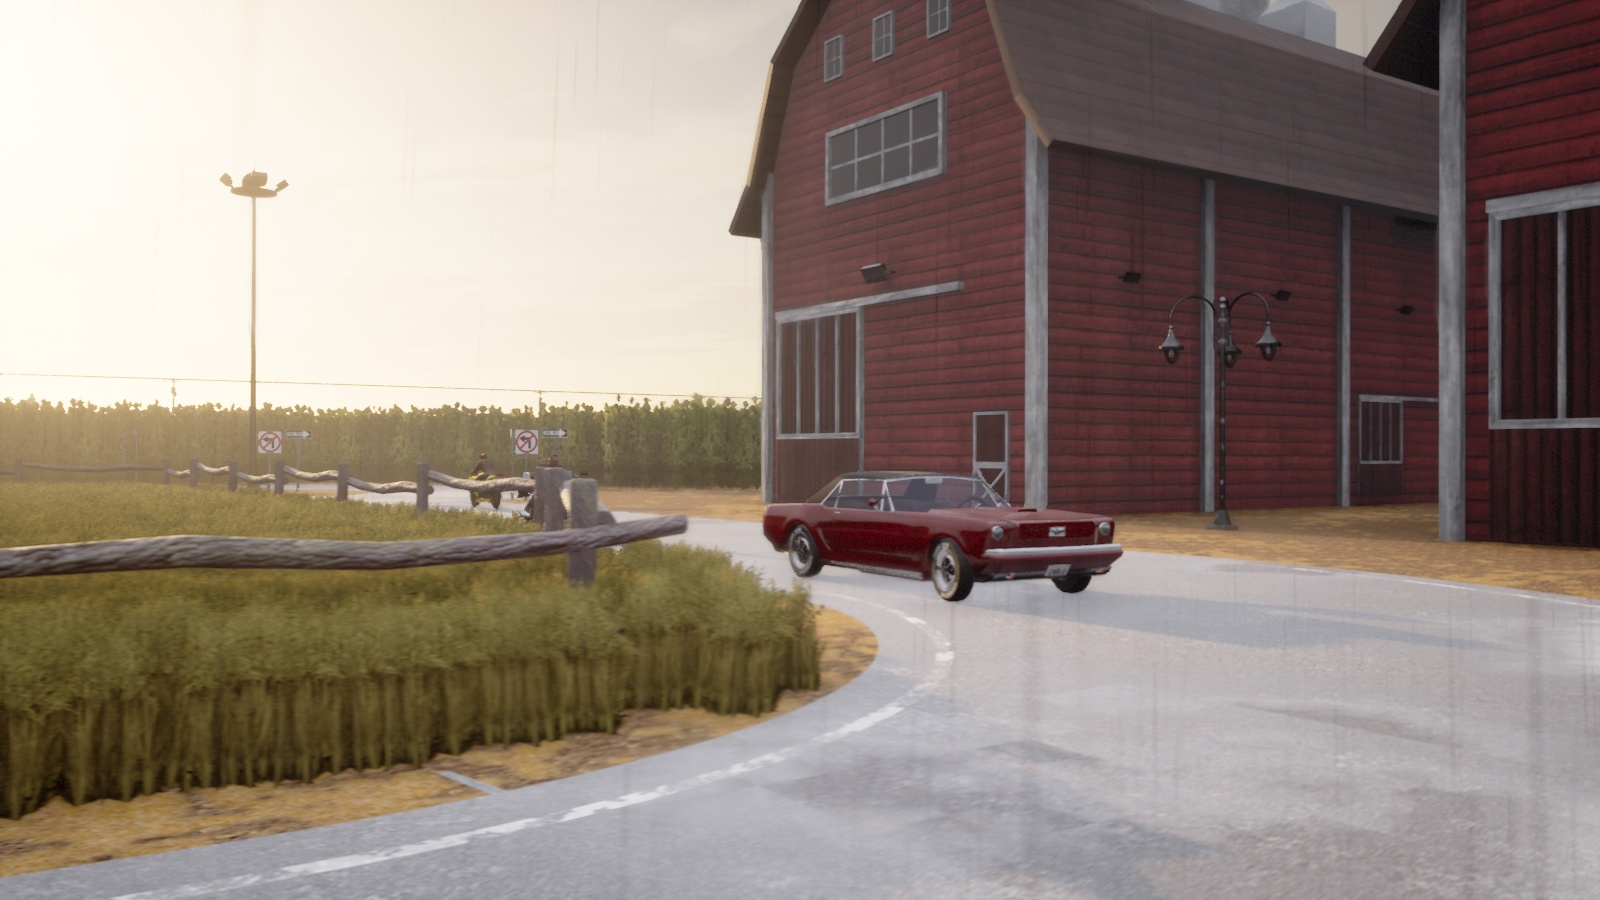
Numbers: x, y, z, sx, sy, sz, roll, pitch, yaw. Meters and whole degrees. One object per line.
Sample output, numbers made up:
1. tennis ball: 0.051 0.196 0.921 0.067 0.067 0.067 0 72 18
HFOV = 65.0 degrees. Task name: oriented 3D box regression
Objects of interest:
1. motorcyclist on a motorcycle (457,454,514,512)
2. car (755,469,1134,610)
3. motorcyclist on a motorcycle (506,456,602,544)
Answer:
1. motorcyclist on a motorcycle: -8.607 0.873 34.303 0.797 1.523 2.044 0 0 -37
2. car: 1.448 0.901 14.577 1.895 1.301 4.718 0 0 -31
3. motorcyclist on a motorcycle: -4.535 0.876 23.013 0.866 1.530 2.191 0 0 -37
